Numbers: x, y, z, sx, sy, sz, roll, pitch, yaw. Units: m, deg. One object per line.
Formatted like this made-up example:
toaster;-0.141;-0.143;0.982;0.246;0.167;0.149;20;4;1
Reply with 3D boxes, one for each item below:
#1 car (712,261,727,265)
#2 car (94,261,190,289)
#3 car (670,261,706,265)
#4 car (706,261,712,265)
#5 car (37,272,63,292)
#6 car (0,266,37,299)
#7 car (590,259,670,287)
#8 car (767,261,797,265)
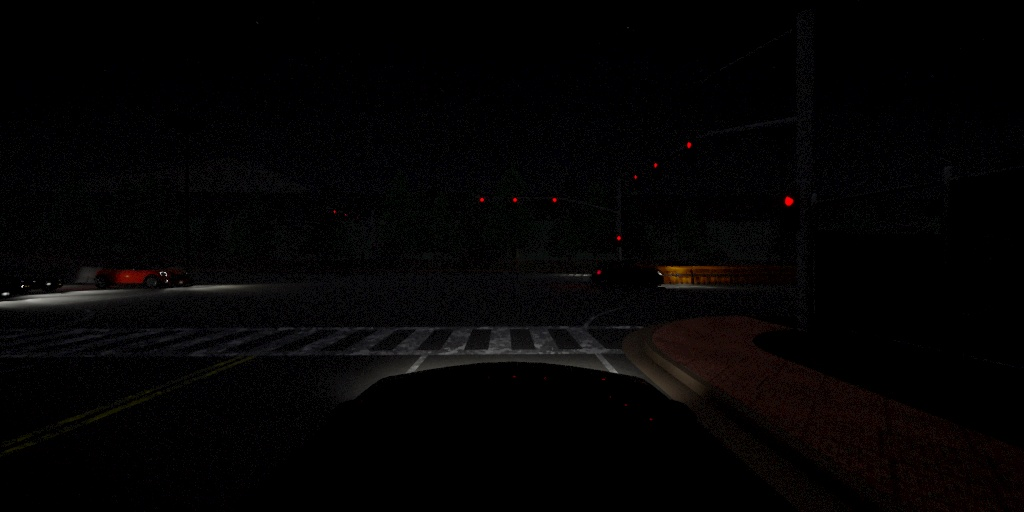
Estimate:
car;20.535;1.268;38.406;4.892;1.490;1.837;0;0;-2
car;-23.374;1.105;22.831;4.553;1.767;2.097;0;0;-2
car;13.708;1.266;31.189;4.892;1.490;1.837;0;0;-2
car;16.351;1.288;34.772;4.674;1.442;1.812;0;0;-2
car;-27.346;1.253;19.206;4.892;1.490;1.837;0;0;-2
car;-25.205;1.299;15.742;5.357;1.411;2.033;0;0;-5
car;7.582;1.109;23.795;4.553;1.767;2.097;0;0;-2
car;22.962;1.362;31.477;4.718;1.301;1.895;0;0;-2
